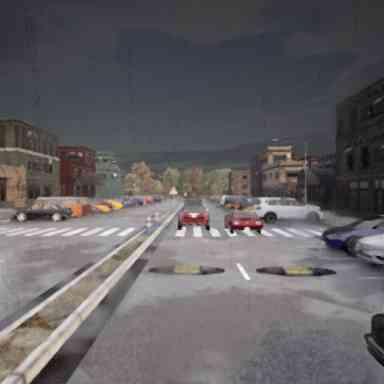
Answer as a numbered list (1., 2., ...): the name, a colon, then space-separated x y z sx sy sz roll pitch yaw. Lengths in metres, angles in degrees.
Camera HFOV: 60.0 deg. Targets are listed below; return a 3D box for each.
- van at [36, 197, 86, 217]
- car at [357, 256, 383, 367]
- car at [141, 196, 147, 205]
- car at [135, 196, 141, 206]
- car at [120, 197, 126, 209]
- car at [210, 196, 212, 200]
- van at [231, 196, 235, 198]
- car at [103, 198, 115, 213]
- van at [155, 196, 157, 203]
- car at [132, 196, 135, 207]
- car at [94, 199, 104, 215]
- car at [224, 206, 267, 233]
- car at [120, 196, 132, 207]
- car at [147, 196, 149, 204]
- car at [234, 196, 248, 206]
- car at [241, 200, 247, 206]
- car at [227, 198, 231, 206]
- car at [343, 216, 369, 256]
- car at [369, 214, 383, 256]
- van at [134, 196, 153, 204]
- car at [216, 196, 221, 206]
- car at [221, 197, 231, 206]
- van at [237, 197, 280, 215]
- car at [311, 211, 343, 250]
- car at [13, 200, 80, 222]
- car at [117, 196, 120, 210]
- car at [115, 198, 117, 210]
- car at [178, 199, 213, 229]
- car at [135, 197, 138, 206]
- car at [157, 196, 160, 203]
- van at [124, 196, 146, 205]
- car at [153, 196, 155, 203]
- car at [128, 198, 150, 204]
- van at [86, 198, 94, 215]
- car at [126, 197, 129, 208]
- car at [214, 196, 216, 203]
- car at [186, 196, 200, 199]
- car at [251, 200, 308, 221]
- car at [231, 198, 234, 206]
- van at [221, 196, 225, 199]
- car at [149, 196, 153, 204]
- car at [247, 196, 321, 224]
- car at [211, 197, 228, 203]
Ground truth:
1. van: -12.680 1.496 31.016 4.442 1.987 1.878 0 0 0
2. car: 3.102 1.567 1.753 2.033 1.411 5.357 0 -1 0
3. car: -12.476 1.767 67.145 5.566 2.045 2.435 0 -1 0
4. car: -12.507 1.965 61.584 4.892 1.521 2.231 0 -1 0
5. car: -12.531 1.845 47.692 5.008 1.535 2.097 0 0 0
6. car: 7.701 2.206 82.183 4.892 1.521 2.231 0 -1 0
7. van: 7.793 1.619 43.586 4.442 1.987 1.878 0 0 0
8. car: -12.364 1.781 39.352 5.366 1.575 1.946 0 0 0
9. van: -12.352 2.060 89.373 4.442 1.987 1.878 0 -1 0
10. car: -12.491 1.787 56.028 4.553 1.767 2.185 0 -1 0
11. car: -12.556 1.803 36.573 4.674 1.452 2.002 0 0 0
12. car: 3.109 1.800 20.948 1.895 1.301 4.718 0 0 0
13. car: -12.496 1.763 53.247 4.553 1.767 2.185 0 0 0
14. car: -12.315 2.045 69.920 5.366 1.575 1.946 0 -1 0
15. car: 7.698 1.537 35.313 5.566 2.045 2.435 0 0 0
16. car: 7.661 1.768 32.428 5.008 1.535 2.097 0 0 0
17. car: 7.676 1.904 46.341 4.674 1.452 2.002 0 0 0
18. car: 7.651 1.626 10.490 4.674 1.452 2.002 0 -1 0
19. car: 7.618 1.308 7.735 5.566 2.045 2.435 0 -1 0
20. van: -12.590 2.023 86.597 4.442 1.987 1.878 0 -1 0
21. car: 7.718 1.722 60.130 5.566 2.045 2.435 0 -1 0
22. car: 7.495 1.881 49.099 5.366 1.575 1.946 0 0 0
23. van: 7.555 1.581 38.070 4.442 1.987 1.878 0 0 0
24. car: 7.622 1.642 13.248 4.792 1.488 2.163 0 -1 0
25. car: -12.561 1.701 28.235 4.892 1.521 2.231 0 0 0
26. car: -12.572 1.698 44.911 4.553 1.767 2.185 0 0 0
27. car: -12.539 1.804 42.132 5.008 1.535 2.097 0 0 0
28. car: 0.120 1.571 23.338 2.097 1.767 4.553 0 0 0
29. car: -12.515 1.977 58.805 4.674 1.452 2.002 0 0 0
30. car: -12.493 2.074 92.154 5.566 2.045 2.435 0 -1 0
31. van: -12.379 1.853 72.702 4.442 1.987 1.878 0 -1 0
32. car: -12.475 2.251 83.689 4.674 1.452 2.002 0 -1 0
33. car: -12.480 2.145 78.257 4.892 1.521 2.231 0 -1 0
34. van: -12.675 1.517 33.795 4.442 1.987 1.878 0 0 0
35. car: -12.537 1.868 50.468 4.892 1.521 2.231 0 0 0
36. car: 7.692 2.082 71.155 4.892 1.521 2.231 0 -1 0
37. car: 0.134 1.566 41.048 2.150 2.045 5.566 0 -1 0
38. car: 7.695 1.623 29.672 4.553 1.767 2.185 0 0 0
39. car: 7.679 1.826 40.826 5.008 1.535 2.097 0 0 0
40. van: 7.804 1.724 57.371 4.442 1.987 1.878 0 0 0
41. car: -12.463 1.859 75.479 5.566 2.045 2.435 0 -1 0
42. car: 7.691 1.478 27.038 5.566 2.045 2.435 0 0 0
43. car: 7.685 2.221 93.211 4.553 1.767 2.185 0 -1 0
